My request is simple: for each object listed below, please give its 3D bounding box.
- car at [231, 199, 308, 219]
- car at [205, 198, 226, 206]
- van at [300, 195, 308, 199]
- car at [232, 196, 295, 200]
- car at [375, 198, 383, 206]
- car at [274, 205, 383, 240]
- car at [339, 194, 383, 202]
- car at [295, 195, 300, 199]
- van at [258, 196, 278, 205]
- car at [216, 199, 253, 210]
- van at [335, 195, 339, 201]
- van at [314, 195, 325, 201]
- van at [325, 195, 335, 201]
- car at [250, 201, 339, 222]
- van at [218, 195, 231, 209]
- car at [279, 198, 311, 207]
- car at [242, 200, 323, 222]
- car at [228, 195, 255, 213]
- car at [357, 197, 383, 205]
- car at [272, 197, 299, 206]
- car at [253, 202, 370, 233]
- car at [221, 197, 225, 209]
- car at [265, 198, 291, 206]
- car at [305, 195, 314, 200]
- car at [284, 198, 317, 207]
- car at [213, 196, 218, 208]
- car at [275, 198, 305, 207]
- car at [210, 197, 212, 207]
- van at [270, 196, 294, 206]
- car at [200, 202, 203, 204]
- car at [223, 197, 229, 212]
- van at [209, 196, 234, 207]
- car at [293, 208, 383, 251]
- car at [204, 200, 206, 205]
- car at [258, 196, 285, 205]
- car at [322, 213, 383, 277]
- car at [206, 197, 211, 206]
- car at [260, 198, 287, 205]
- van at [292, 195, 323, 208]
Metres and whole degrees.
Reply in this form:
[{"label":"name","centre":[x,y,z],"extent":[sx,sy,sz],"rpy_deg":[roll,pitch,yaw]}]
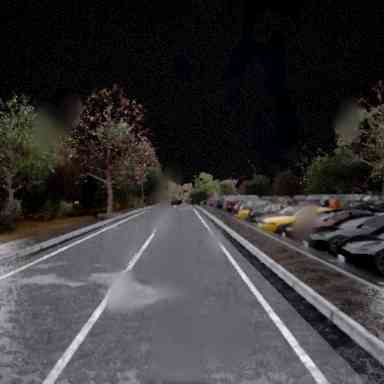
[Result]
[{"label":"car","centre":[6.128,1.552,26.372],"extent":[5.366,1.575,1.946],"rpy_deg":[0,0,-1]},{"label":"car","centre":[5.120,2.126,73.529],"extent":[4.553,1.767,2.185],"rpy_deg":[0,-1,-1]},{"label":"van","centre":[18.697,1.421,48.739],"extent":[4.442,1.987,1.878],"rpy_deg":[0,-1,-1]},{"label":"car","centre":[6.209,1.442,29.152],"extent":[4.553,1.767,2.185],"rpy_deg":[0,0,-1]},{"label":"car","centre":[19.317,1.525,29.372],"extent":[4.674,1.452,2.002],"rpy_deg":[0,0,-2]},{"label":"car","centre":[6.573,1.532,15.275],"extent":[4.792,1.488,2.163],"rpy_deg":[0,0,-1]},{"label":"car","centre":[19.142,1.260,35.036],"extent":[5.566,2.045,2.435],"rpy_deg":[0,0,-1]},{"label":"car","centre":[18.560,1.701,51.499],"extent":[5.366,1.575,1.946],"rpy_deg":[0,-1,-2]},{"label":"van","centre":[18.139,2.078,79.318],"extent":[4.442,1.987,1.878],"rpy_deg":[0,-2,-1]},{"label":"car","centre":[5.838,1.703,45.778],"extent":[4.792,1.488,2.163],"rpy_deg":[0,-1,-1]},{"label":"van","centre":[19.215,1.297,37.810],"extent":[4.442,1.987,1.878],"rpy_deg":[0,0,-1]},{"label":"van","centre":[18.837,1.324,43.350],"extent":[4.442,1.987,1.878],"rpy_deg":[0,-1,-1]},{"label":"van","centre":[19.146,1.309,40.454],"extent":[4.442,1.987,1.878],"rpy_deg":[0,0,-1]},{"label":"car","centre":[6.464,1.529,20.827],"extent":[4.892,1.521,2.231],"rpy_deg":[0,0,-1]},{"label":"van","centre":[5.834,1.394,40.251],"extent":[4.442,1.987,1.878],"rpy_deg":[0,0,-1]},{"label":"car","centre":[18.524,1.875,59.811],"extent":[5.008,1.535,2.097],"rpy_deg":[0,-1,-1]},{"label":"car","centre":[6.379,1.542,23.602],"extent":[4.892,1.521,2.231],"rpy_deg":[0,0,-1]},{"label":"car","centre":[6.137,1.455,31.927],"extent":[4.553,1.767,2.185],"rpy_deg":[0,0,-1]},{"label":"car","centre":[19.241,1.497,32.142],"extent":[5.008,1.535,2.097],"rpy_deg":[0,0,-1]},{"label":"car","centre":[18.353,1.865,65.351],"extent":[4.553,1.767,2.185],"rpy_deg":[0,-1,-1]},{"label":"car","centre":[6.344,1.514,18.047],"extent":[5.366,1.575,1.946],"rpy_deg":[0,0,-1]},{"label":"car","centre":[6.027,1.646,37.478],"extent":[4.674,1.452,2.002],"rpy_deg":[0,0,-1]},{"label":"car","centre":[18.235,2.106,70.886],"extent":[4.892,1.521,2.231],"rpy_deg":[0,-1,-1]},{"label":"car","centre":[18.893,1.588,45.968],"extent":[5.008,1.535,2.097],"rpy_deg":[0,-1,-1]},{"label":"car","centre":[18.595,1.819,57.042],"extent":[4.892,1.521,2.231],"rpy_deg":[0,-1,-2]},{"label":"car","centre":[5.907,1.380,43.030],"extent":[5.566,2.045,2.435],"rpy_deg":[0,0,-1]},{"label":"car","centre":[18.449,1.935,62.705],"extent":[5.008,1.535,2.097],"rpy_deg":[0,-1,-1]},{"label":"car","centre":[5.667,1.829,51.332],"extent":[4.674,1.452,2.002],"rpy_deg":[0,-1,-1]},{"label":"van","centre":[18.429,1.821,68.125],"extent":[4.442,1.987,1.878],"rpy_deg":[0,-1,-1]},{"label":"car","centre":[5.131,1.940,70.760],"extent":[5.566,2.045,2.435],"rpy_deg":[0,-1,-1]},{"label":"car","centre":[6.091,1.593,34.703],"extent":[5.008,1.535,2.097],"rpy_deg":[0,0,-1]},{"label":"van","centre":[5.492,1.792,62.440],"extent":[4.442,1.987,1.878],"rpy_deg":[0,-1,-1]},{"label":"car","centre":[6.645,1.519,12.500],"extent":[4.792,1.488,2.163],"rpy_deg":[0,0,-1]},{"label":"car","centre":[5.308,2.117,65.206],"extent":[4.674,1.452,2.002],"rpy_deg":[0,-1,-1]},{"label":"car","centre":[18.124,1.976,76.426],"extent":[5.566,2.045,2.435],"rpy_deg":[0,-2,-1]},{"label":"car","centre":[6.717,1.507,9.725],"extent":[4.792,1.488,2.163],"rpy_deg":[0,0,-1]},{"label":"car","centre":[5.454,1.961,59.657],"extent":[5.008,1.535,2.097],"rpy_deg":[0,-1,-1]},{"label":"car","centre":[17.985,2.162,73.648],"extent":[5.366,1.575,1.946],"rpy_deg":[0,-1,-2]},{"label":"van","centre":[18.788,1.534,54.281],"extent":[4.442,1.987,1.878],"rpy_deg":[0,-1,-2]}]
